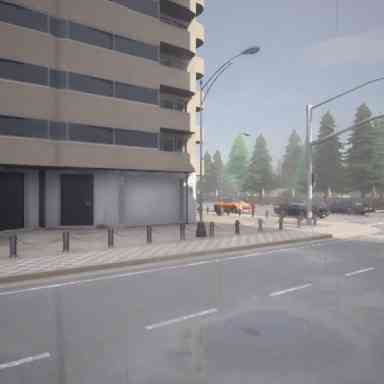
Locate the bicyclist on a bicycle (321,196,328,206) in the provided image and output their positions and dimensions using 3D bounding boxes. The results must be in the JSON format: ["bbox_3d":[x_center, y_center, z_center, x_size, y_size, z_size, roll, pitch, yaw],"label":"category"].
[{"bbox_3d":[17.379,1.356,43.494,1.656,1.620,0.582,0,0,-36],"label":"bicyclist on a bicycle"}]

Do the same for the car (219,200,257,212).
[{"bbox_3d":[5.619,1.656,41.023,1.895,1.301,4.718,0,0,-36],"label":"car"}]

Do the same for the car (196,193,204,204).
[{"bbox_3d":[-0.048,1.277,61.101,2.150,2.045,5.566,0,0,-35],"label":"car"}]

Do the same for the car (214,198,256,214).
[{"bbox_3d":[4.443,1.407,36.673,2.097,1.767,4.553,0,0,-36],"label":"car"}]

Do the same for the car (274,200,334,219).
[{"bbox_3d":[9.659,1.656,29.440,1.895,1.301,4.718,0,0,-36],"label":"car"}]

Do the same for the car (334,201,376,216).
[{"bbox_3d":[15.497,1.603,33.654,2.033,1.411,5.357,0,0,-36],"label":"car"}]

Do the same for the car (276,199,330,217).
[{"bbox_3d":[11.084,1.533,33.446,1.882,1.535,5.008,0,0,-36],"label":"car"}]
